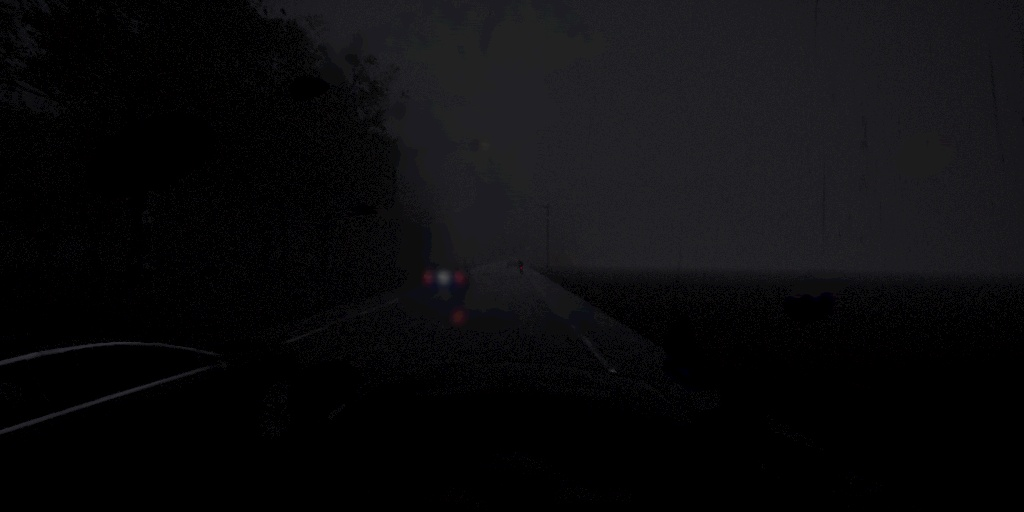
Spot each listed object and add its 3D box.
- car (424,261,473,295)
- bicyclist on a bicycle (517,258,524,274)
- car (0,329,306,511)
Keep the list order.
[{"bbox_3d":[-3.396,1.133,20.001,2.097,1.767,4.553,0,0,0],"label":"car"},{"bbox_3d":[0.976,1.266,38.045,0.582,1.620,1.656,0,-1,0],"label":"bicyclist on a bicycle"},{"bbox_3d":[-3.397,1.243,2.365,2.128,1.511,4.902,0,0,0],"label":"car"}]
